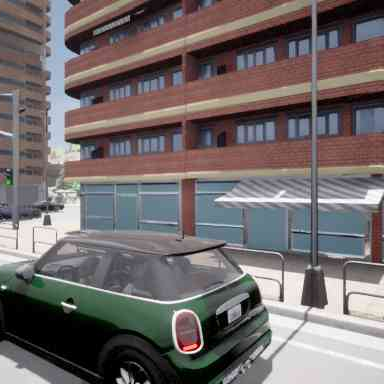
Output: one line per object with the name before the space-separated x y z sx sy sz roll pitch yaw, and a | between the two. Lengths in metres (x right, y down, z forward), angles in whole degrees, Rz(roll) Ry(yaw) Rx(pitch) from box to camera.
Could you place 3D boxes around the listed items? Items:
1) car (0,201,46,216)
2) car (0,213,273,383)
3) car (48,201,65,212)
car | -14.165 1.564 26.338 1.994 1.385 4.181 0 0 36
car | -1.261 1.352 4.892 4.553 1.767 2.097 0 0 36
car | -16.269 1.601 35.696 1.895 1.301 4.718 0 0 36
